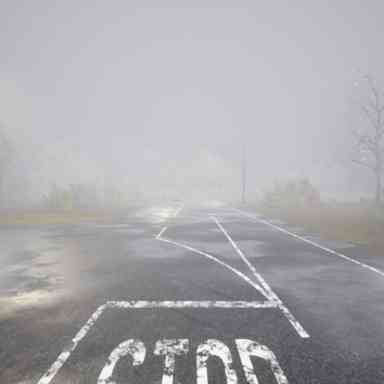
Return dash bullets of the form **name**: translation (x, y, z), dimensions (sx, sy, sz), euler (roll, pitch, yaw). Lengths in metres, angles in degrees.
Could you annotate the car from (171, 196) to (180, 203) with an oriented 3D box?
- **car**: translation (-3.340, 1.457, 68.938), dimensions (2.033, 1.411, 5.357), euler (0, 0, 0)
